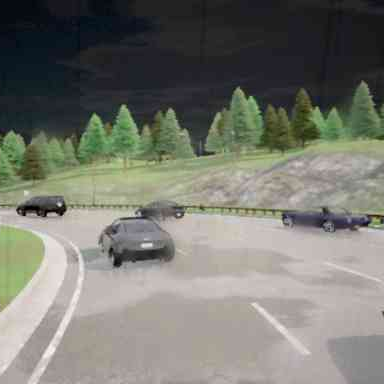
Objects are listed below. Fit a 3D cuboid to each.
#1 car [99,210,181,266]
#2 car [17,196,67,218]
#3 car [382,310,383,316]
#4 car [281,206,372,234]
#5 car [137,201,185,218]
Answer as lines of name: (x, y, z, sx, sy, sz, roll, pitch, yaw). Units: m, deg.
car: (-2.073, 1.558, 11.744, 1.994, 1.385, 4.181, -1, 0, -21)
car: (-14.600, 1.385, 32.369, 5.566, 2.045, 2.150, -1, -1, 32)
car: (3.832, 1.461, 2.333, 2.033, 1.411, 5.357, -1, 0, -5)
car: (6.966, 1.389, 17.971, 1.895, 1.301, 4.718, -1, 0, -25)
car: (-2.596, 1.452, 26.310, 1.837, 1.490, 4.892, 2, -2, -42)
